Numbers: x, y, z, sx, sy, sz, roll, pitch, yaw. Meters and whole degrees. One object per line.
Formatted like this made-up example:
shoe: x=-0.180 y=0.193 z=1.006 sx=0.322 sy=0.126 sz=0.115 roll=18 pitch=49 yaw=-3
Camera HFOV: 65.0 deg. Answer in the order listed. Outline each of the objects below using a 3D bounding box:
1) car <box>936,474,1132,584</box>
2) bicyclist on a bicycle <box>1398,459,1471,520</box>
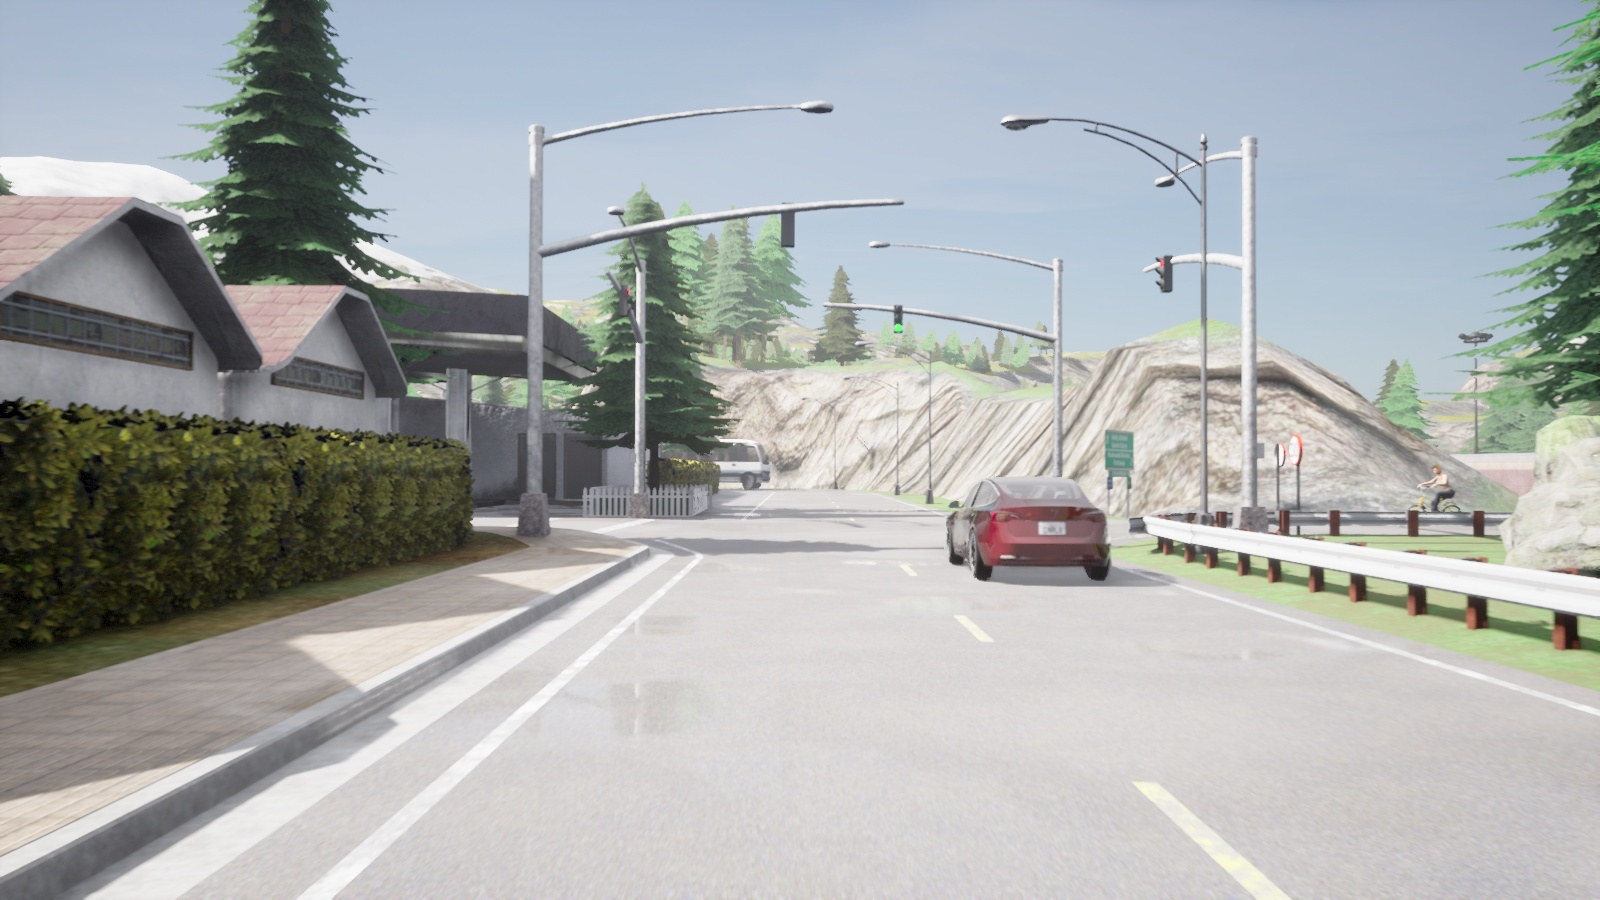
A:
car: x=3.475 y=1.130 z=19.676 sx=2.163 sy=1.488 sz=4.792 roll=0 pitch=-1 yaw=0
bicyclist on a bicycle: x=17.034 y=1.056 z=33.738 sx=1.509 sy=1.612 sz=0.866 roll=0 pitch=-1 yaw=-1
